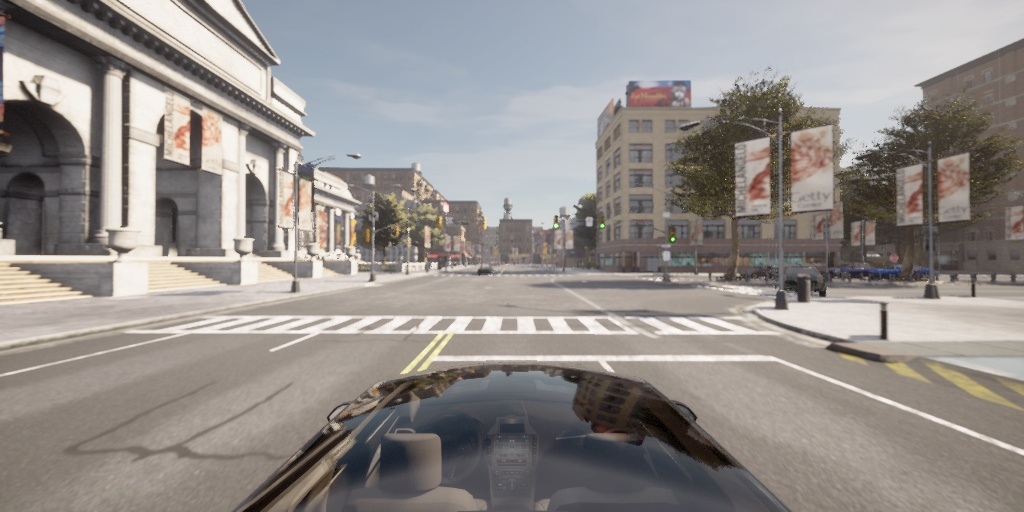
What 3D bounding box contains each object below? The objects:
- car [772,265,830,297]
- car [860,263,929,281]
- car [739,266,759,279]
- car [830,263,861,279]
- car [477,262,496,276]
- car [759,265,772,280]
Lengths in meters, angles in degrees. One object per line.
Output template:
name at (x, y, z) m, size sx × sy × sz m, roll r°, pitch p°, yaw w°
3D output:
car at (16.942, 1.314, 21.254) m, size 2.097 × 1.767 × 4.553 m, roll -1°, pitch -2°, yaw 34°
car at (36.933, 1.590, 34.258) m, size 5.008 × 1.535 × 1.882 m, roll 0°, pitch -1°, yaw 0°
car at (26.468, 1.676, 37.744) m, size 4.674 × 1.442 × 1.812 m, roll 0°, pitch -1°, yaw 0°
car at (35.482, 1.503, 37.769) m, size 4.553 × 1.767 × 2.097 m, roll 0°, pitch -1°, yaw 0°
car at (-3.466, 1.851, 46.823) m, size 1.895 × 1.301 × 4.718 m, roll 0°, pitch -1°, yaw 0°
car at (26.915, 1.617, 34.243) m, size 4.892 × 1.490 × 1.837 m, roll 0°, pitch -1°, yaw 0°
